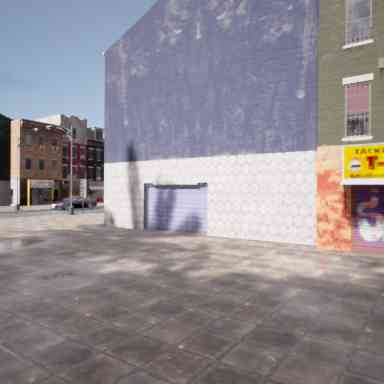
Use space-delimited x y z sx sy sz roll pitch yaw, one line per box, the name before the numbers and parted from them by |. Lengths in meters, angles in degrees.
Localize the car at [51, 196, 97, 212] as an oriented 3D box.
car | -12.215 1.177 34.686 2.128 1.511 4.902 1 1 36
